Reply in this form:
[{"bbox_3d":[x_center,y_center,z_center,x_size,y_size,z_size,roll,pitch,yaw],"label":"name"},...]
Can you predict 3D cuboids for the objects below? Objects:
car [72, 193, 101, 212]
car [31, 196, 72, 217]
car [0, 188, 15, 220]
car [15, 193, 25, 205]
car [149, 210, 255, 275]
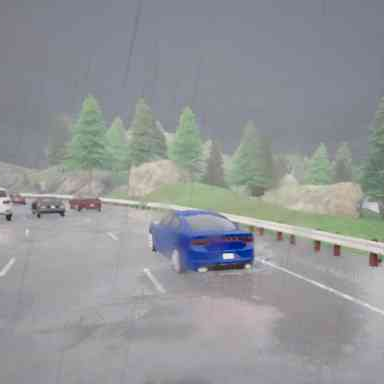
[{"bbox_3d":[-9.438,0.874,29.061,1.882,1.535,5.008,0,1,-33],"label":"car"},{"bbox_3d":[-10.727,1.025,24.654,2.033,1.411,5.357,0,1,-32],"label":"car"},{"bbox_3d":[-13.221,0.740,22.039,2.150,2.045,5.566,0,1,-31],"label":"car"},{"bbox_3d":[-20.260,0.757,37.389,1.994,1.385,4.181,-1,1,-42],"label":"car"},{"bbox_3d":[0.015,1.280,10.004,1.882,1.535,5.008,0,1,-19],"label":"car"}]
